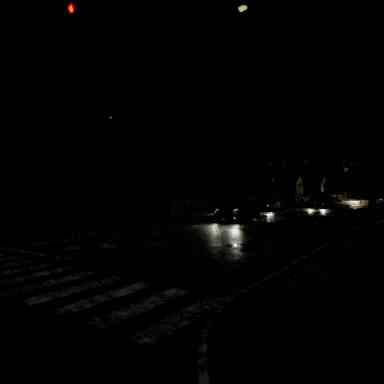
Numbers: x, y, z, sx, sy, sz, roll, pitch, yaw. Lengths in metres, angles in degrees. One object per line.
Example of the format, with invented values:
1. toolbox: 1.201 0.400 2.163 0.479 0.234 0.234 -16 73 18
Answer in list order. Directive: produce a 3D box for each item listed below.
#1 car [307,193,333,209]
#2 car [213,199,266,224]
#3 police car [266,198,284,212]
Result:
1. car: 17.224 1.108 44.520 2.150 2.045 5.566 -1 0 35
2. car: 3.479 1.340 25.131 2.097 1.767 4.553 -1 0 35
3. police car: 8.794 1.466 38.166 2.038 1.542 4.974 -1 0 35
